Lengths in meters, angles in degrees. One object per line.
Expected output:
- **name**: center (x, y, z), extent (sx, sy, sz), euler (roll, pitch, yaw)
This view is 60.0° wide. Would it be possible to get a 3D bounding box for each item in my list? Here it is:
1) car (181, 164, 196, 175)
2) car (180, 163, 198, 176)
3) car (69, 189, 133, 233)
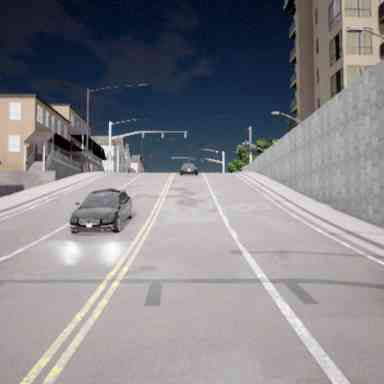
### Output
- **car**: center (-0.465, -3.207, 47.128), extent (1.994, 1.385, 4.181), euler (0, 2, 0)
- **car**: center (-0.323, -2.592, 37.158), extent (1.994, 1.385, 4.181), euler (0, 7, 0)
- **car**: center (-3.744, 0.708, 14.391), extent (1.837, 1.490, 4.892), euler (0, 6, -1)
